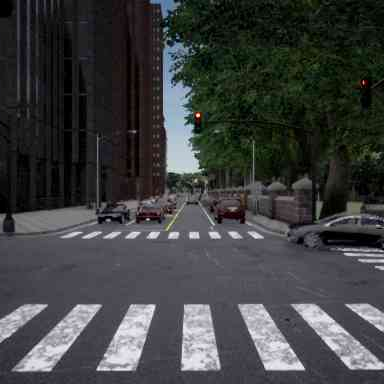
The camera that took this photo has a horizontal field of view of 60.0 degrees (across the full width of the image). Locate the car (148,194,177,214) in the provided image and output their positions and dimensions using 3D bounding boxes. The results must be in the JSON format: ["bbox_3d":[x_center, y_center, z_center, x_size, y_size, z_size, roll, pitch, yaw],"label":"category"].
[{"bbox_3d":[-3.085,1.372,35.475,2.097,1.767,4.553,0,0,1],"label":"car"}]

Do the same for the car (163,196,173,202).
[{"bbox_3d":[-5.732,1.616,79.607,1.887,1.381,4.507,0,0,0],"label":"car"}]

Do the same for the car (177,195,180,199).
[{"bbox_3d":[-3.072,1.536,45.709,1.837,1.490,4.892,0,0,0],"label":"car"}]

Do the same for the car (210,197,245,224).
[{"bbox_3d":[2.772,1.325,25.043,2.192,1.841,5.009,0,0,0],"label":"car"}]

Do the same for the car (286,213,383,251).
[{"bbox_3d":[6.552,1.646,14.026,4.902,1.511,2.128,1,0,12],"label":"car"}]

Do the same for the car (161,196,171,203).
[{"bbox_3d":[-5.734,1.608,74.150,1.887,1.381,4.507,0,0,0],"label":"car"}]

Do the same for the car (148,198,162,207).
[{"bbox_3d":[-5.742,1.620,52.322,1.802,1.307,4.206,0,0,0],"label":"car"}]

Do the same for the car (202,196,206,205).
[{"bbox_3d":[2.781,1.583,46.869,2.008,1.369,4.403,0,0,0],"label":"car"}]

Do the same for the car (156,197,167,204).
[{"bbox_3d":[-5.738,1.632,63.236,1.802,1.307,4.206,0,0,0],"label":"car"}]

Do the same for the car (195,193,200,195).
[{"bbox_3d":[0.122,1.409,69.351,2.097,1.767,4.553,0,0,0],"label":"car"}]

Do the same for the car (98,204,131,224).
[{"bbox_3d":[-5.753,1.575,25.037,1.947,1.339,4.313,0,0,0],"label":"car"}]

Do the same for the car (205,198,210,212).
[{"bbox_3d":[2.777,1.586,35.955,1.947,1.339,4.313,0,0,0],"label":"car"}]

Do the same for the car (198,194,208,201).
[{"bbox_3d":[2.795,1.395,85.065,2.192,1.841,5.009,0,0,0],"label":"car"}]

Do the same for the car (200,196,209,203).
[{"bbox_3d":[2.791,1.589,74.321,1.752,1.417,4.829,0,0,0],"label":"car"}]

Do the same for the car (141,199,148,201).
[{"bbox_3d":[-5.747,1.577,41.408,2.008,1.369,4.403,0,0,0],"label":"car"}]

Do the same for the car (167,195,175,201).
[{"bbox_3d":[-5.728,1.529,90.522,1.967,1.590,4.097,0,0,0],"label":"car"}]

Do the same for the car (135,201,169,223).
[{"bbox_3d":[-3.090,1.611,25.483,1.895,1.301,4.718,0,0,0],"label":"car"}]

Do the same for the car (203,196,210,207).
[{"bbox_3d":[2.779,1.577,41.412,2.008,1.369,4.403,0,0,0],"label":"car"}]

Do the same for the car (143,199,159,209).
[{"bbox_3d":[-5.744,1.614,46.865,1.802,1.307,4.206,0,0,0],"label":"car"}]

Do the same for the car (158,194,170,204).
[{"bbox_3d":[-5.736,1.372,68.693,2.192,1.841,5.009,0,0,0],"label":"car"}]

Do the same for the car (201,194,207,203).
[{"bbox_3d":[2.783,1.478,52.325,1.967,1.590,4.097,0,0,0],"label":"car"}]

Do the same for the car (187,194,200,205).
[{"bbox_3d":[0.116,1.610,59.459,1.994,1.385,4.181,0,0,1],"label":"car"}]
